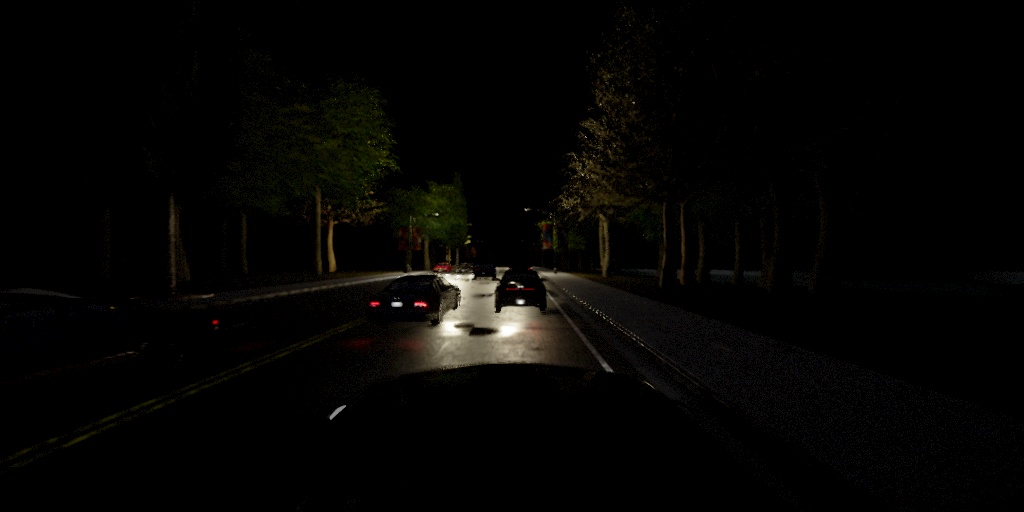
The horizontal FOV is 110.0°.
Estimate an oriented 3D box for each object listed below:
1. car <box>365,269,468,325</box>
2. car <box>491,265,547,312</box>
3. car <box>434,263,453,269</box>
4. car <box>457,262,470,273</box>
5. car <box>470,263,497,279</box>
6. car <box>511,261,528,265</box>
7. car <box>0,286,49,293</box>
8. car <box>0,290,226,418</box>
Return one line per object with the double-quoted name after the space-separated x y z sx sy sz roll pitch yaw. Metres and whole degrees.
-2.964 1.321 11.896 2.033 1.411 5.357 0 0 1 "car"
0.336 1.289 14.356 1.837 1.490 4.892 0 0 1 "car"
-8.951 1.603 46.907 1.812 1.442 4.674 0 -1 1 "car"
-5.741 1.556 44.999 1.837 1.490 4.892 0 -1 1 "car"
-2.513 1.408 34.552 1.882 1.535 5.008 0 -1 1 "car"
0.695 1.260 32.402 2.097 1.767 4.553 0 -1 1 "car"
-9.780 1.282 6.138 1.812 1.442 4.674 0 0 1 "car"
-6.558 1.301 4.582 2.033 1.411 5.357 0 0 1 "car"
